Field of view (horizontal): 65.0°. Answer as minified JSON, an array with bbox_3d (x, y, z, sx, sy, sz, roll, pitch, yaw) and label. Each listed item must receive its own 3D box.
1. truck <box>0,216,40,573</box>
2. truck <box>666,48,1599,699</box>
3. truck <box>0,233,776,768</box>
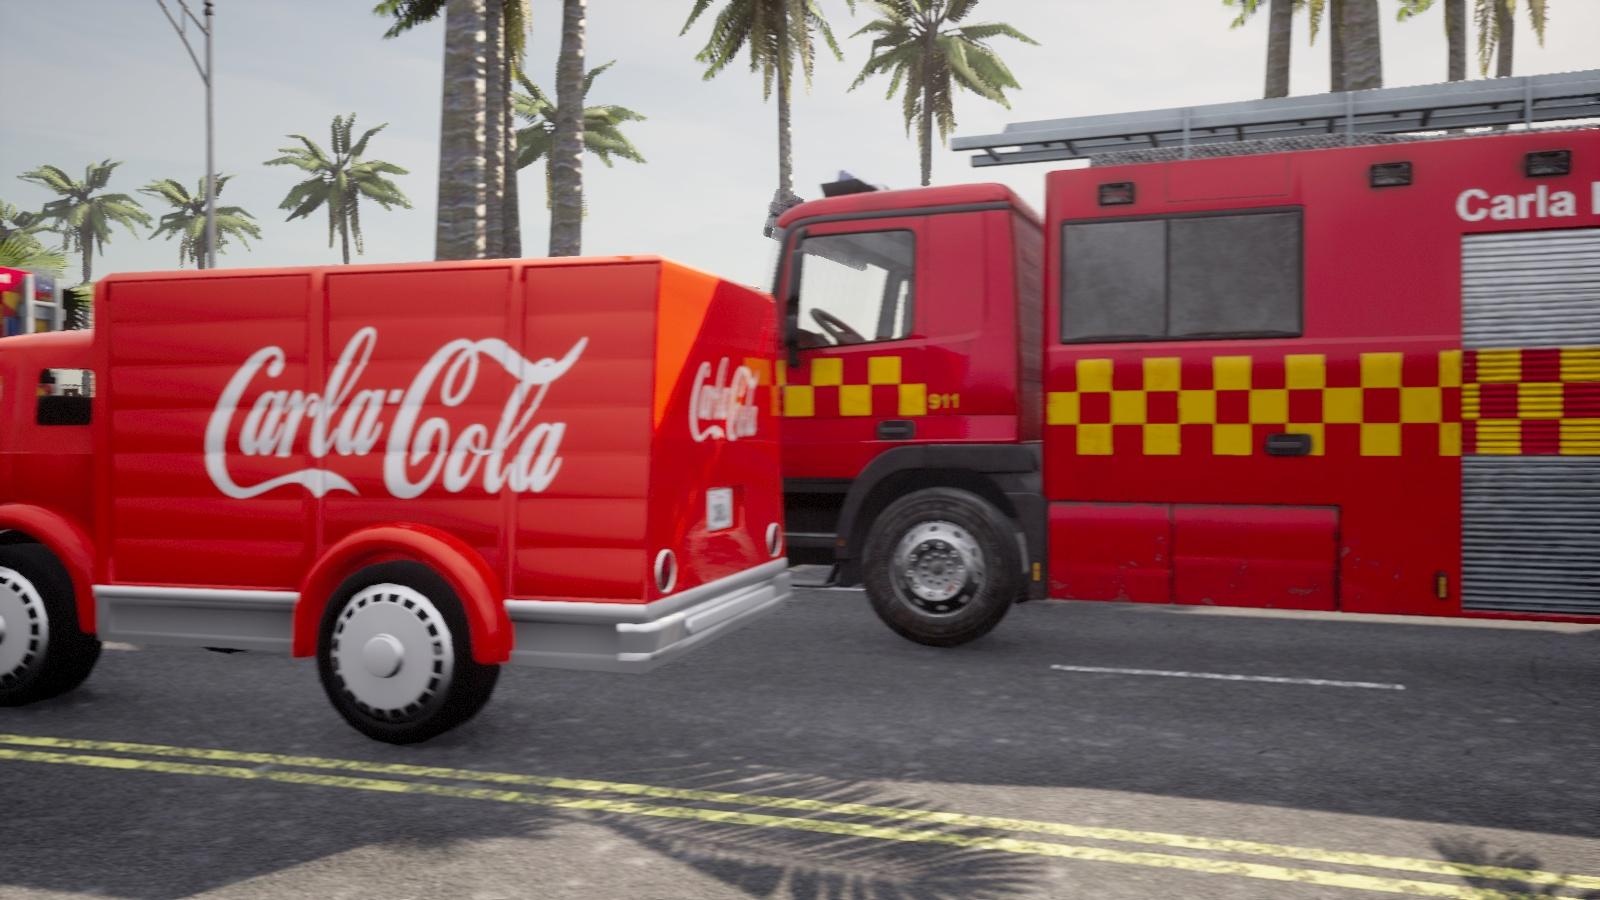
[{"bbox_3d":[-12.892,-0.604,13.205,8.468,3.827,2.891,0,1,8],"label":"truck"},{"bbox_3d":[3.452,-0.483,9.417,8.468,3.827,2.891,1,1,21],"label":"truck"},{"bbox_3d":[-3.025,0.199,7.757,5.204,2.467,2.627,0,1,16],"label":"truck"}]
